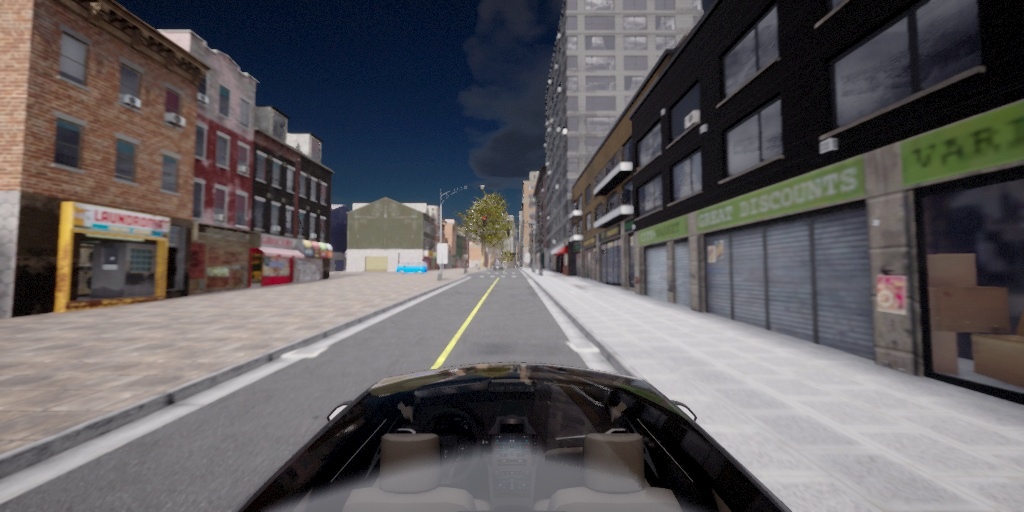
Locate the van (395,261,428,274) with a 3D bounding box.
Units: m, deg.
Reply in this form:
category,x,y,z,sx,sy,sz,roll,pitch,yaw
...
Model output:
category,x,y,z,sx,sy,sz,roll,pitch,yaw
van,-12.911,1.588,46.309,3.998,1.789,1.690,0,0,0
